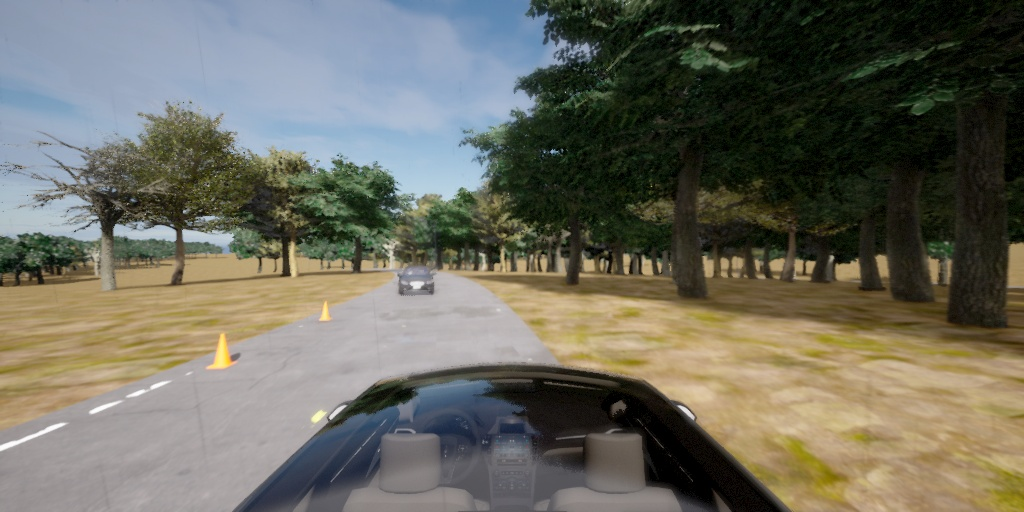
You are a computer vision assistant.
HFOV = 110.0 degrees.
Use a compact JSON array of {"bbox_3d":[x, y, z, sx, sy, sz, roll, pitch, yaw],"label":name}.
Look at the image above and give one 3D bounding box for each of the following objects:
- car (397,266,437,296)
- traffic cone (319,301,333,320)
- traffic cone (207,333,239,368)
[{"bbox_3d":[-5.431,1.345,20.451,2.128,1.511,4.902,0,-1,-16],"label":"car"},{"bbox_3d":[-5.994,1.753,11.542,0.340,0.580,0.340,0,0,-8],"label":"traffic cone"},{"bbox_3d":[-5.357,1.732,6.647,0.340,0.580,0.340,0,0,-7],"label":"traffic cone"}]
